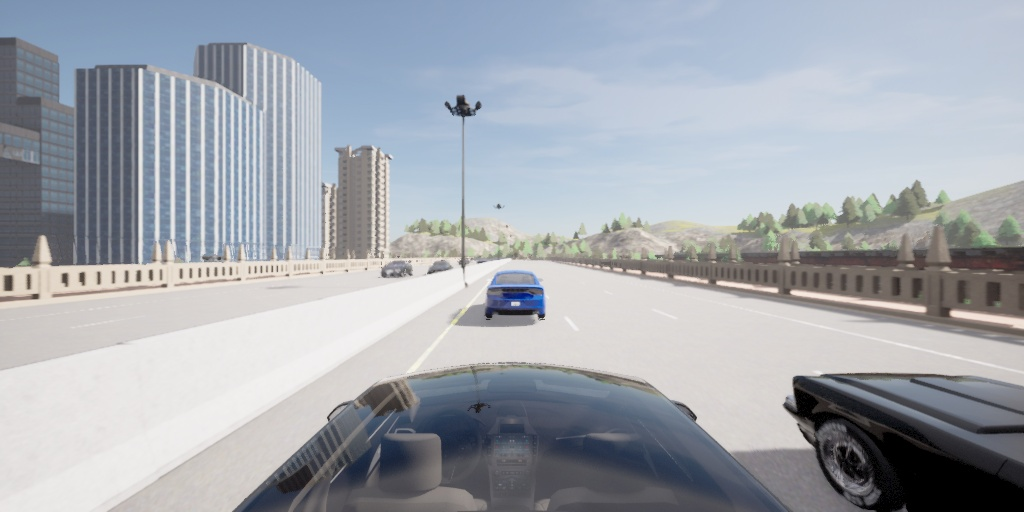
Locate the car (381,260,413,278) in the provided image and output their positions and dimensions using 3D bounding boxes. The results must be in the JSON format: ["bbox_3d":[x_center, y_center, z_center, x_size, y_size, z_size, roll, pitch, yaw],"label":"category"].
[{"bbox_3d":[-10.581,1.242,33.314,2.128,1.511,4.902,0,0,0],"label":"car"}]

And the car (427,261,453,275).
[{"bbox_3d":[-7.078,1.256,35.764,1.837,1.490,4.892,0,0,0],"label":"car"}]

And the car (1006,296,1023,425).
[{"bbox_3d":[7.101,1.242,1.929,2.128,1.511,4.902,0,0,0],"label":"car"}]

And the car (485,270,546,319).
[{"bbox_3d":[0.104,1.228,12.803,1.882,1.535,5.008,0,0,0],"label":"car"}]

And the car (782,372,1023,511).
[{"bbox_3d":[3.600,1.351,1.370,1.895,1.301,4.718,0,0,0],"label":"car"}]
